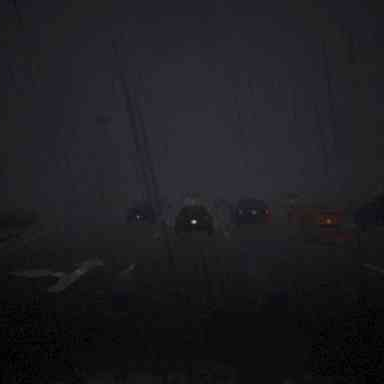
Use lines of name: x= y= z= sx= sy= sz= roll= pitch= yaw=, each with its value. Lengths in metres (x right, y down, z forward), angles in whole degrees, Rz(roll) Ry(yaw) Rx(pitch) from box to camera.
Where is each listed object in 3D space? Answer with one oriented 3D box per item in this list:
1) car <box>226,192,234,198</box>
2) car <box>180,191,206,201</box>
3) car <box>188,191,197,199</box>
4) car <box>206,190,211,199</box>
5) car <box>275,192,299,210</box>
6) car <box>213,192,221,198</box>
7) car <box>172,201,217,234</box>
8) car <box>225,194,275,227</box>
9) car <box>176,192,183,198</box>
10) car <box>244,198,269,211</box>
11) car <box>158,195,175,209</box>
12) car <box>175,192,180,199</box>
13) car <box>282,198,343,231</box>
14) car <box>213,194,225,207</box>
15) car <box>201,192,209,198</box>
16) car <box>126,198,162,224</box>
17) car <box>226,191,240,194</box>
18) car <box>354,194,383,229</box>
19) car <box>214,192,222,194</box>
car: x=10.516 y=0.772 z=92.477 sx=1.812 sy=1.442 sz=4.674 roll=0 pitch=0 yaw=0
car: x=0.106 y=0.981 z=37.998 sx=2.150 sy=2.045 sz=5.566 roll=0 pitch=0 yaw=0
car: x=0.014 y=0.698 z=82.088 sx=2.150 sy=2.045 sz=5.566 roll=0 pitch=0 yaw=0
car: x=3.514 y=0.951 z=82.059 sx=1.882 sy=1.535 sz=5.008 roll=0 pitch=0 yaw=0
car: x=10.606 y=0.980 z=38.014 sx=2.150 sy=2.045 sz=5.566 roll=0 pitch=0 yaw=0
car: x=7.016 y=0.772 z=92.478 sx=1.812 sy=1.442 sz=4.674 roll=0 pitch=0 yaw=0
car: x=0.103 y=1.446 z=18.496 sx=1.994 sy=1.385 sz=4.181 roll=0 pitch=0 yaw=0
car: x=3.603 y=1.216 z=21.409 sx=2.097 sy=1.767 sz=4.553 roll=0 pitch=0 yaw=0
car: x=-3.484 y=0.773 z=92.480 sx=1.812 sy=1.442 sz=4.674 roll=0 pitch=0 yaw=0
car: x=7.108 y=1.364 z=37.272 sx=1.895 sy=1.301 sz=4.718 roll=0 pitch=0 yaw=0
car: x=-3.407 y=1.274 z=39.839 sx=1.812 sy=1.442 sz=4.674 roll=0 pitch=0 yaw=0
car: x=-3.486 y=0.998 z=82.061 sx=2.128 sy=1.511 sz=4.902 roll=0 pitch=0 yaw=0
car: x=7.103 y=1.352 z=19.753 sx=1.882 sy=1.535 sz=5.008 roll=0 pitch=0 yaw=0
car: x=3.594 y=1.273 z=39.863 sx=1.812 sy=1.442 sz=4.674 roll=0 pitch=0 yaw=0
car: x=3.516 y=0.773 z=92.478 sx=2.128 sy=1.511 sz=4.902 roll=0 pitch=0 yaw=0
car: x=-3.411 y=1.378 z=23.359 sx=1.812 sy=1.442 sz=4.674 roll=0 pitch=0 yaw=0
car: x=10.514 y=0.697 z=82.086 sx=2.150 sy=2.045 sz=5.566 roll=0 pitch=0 yaw=0
car: x=10.603 y=1.111 z=17.189 sx=2.150 sy=2.045 sz=5.566 roll=0 pitch=0 yaw=0
car: x=7.014 y=1.023 z=82.476 sx=1.994 sy=1.385 sz=4.181 roll=0 pitch=0 yaw=0
